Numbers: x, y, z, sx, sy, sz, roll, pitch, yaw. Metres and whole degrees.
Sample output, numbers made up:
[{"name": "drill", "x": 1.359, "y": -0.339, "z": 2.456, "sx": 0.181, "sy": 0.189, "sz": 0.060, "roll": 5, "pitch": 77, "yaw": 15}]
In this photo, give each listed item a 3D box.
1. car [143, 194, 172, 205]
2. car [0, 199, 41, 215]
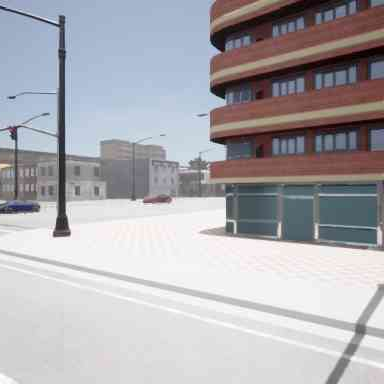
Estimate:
[{"name": "car", "x": -5.105, "y": 1.024, "z": 49.072, "sx": 1.882, "sy": 1.535, "sz": 5.008, "roll": 0, "pitch": 1, "yaw": 37}, {"name": "car", "x": -17.214, "y": 1.432, "z": 32.767, "sx": 1.994, "sy": 1.385, "sz": 4.181, "roll": 0, "pitch": 1, "yaw": 37}]
